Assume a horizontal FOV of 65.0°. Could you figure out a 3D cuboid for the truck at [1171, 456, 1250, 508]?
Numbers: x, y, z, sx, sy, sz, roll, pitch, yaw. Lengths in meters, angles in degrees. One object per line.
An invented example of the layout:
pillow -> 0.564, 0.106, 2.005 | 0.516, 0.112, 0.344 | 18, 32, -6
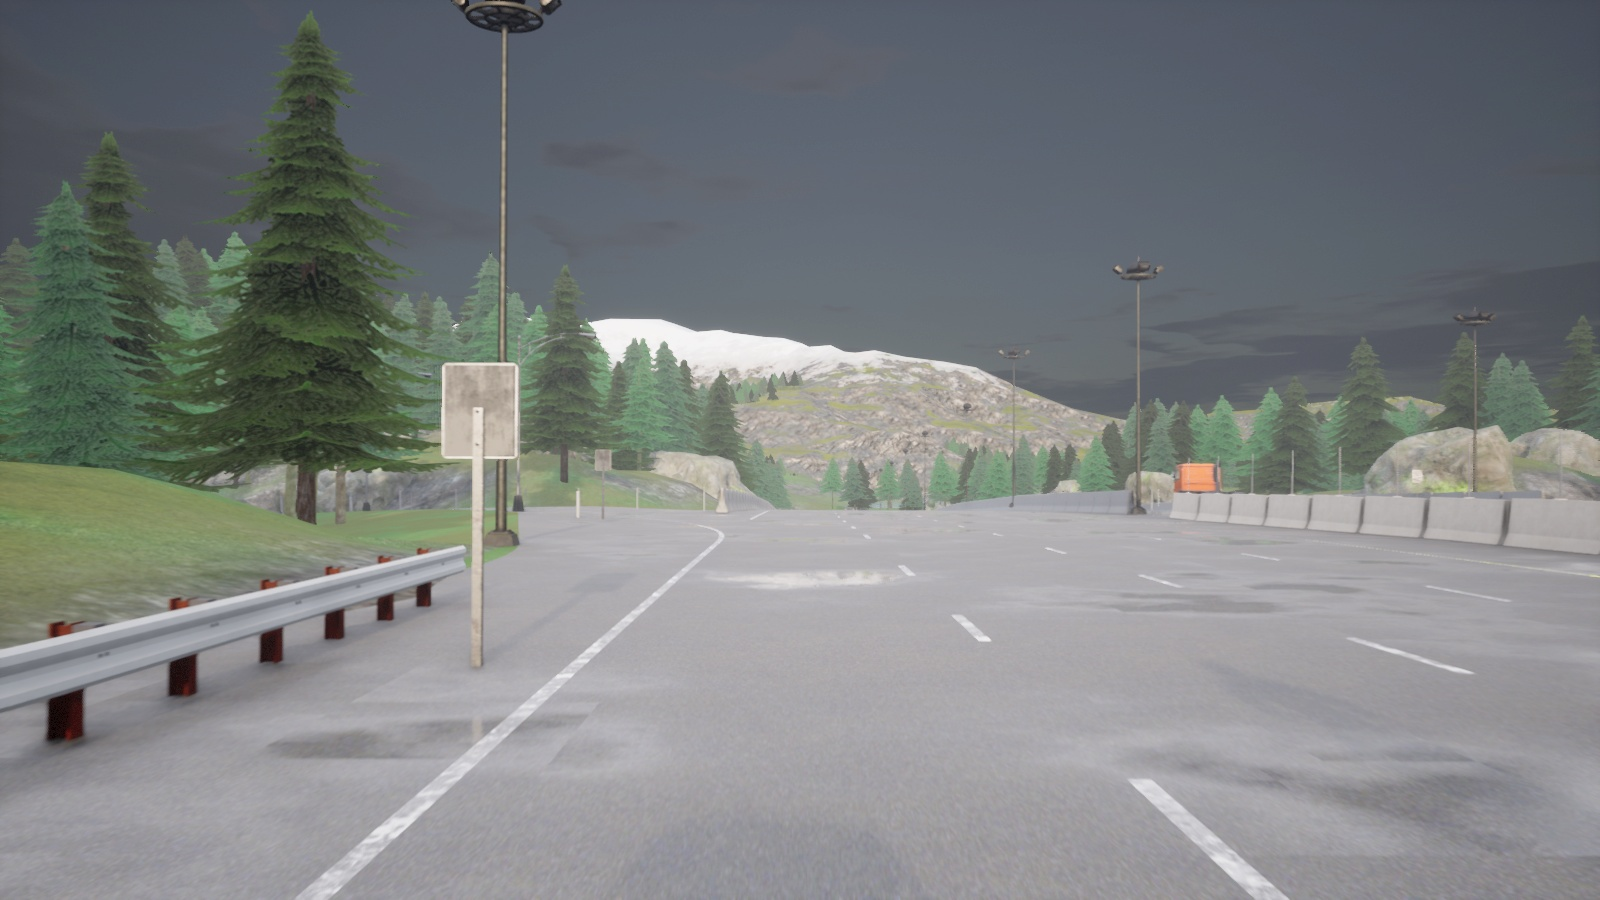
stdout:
truck -> 28.258, 2.287, 86.801 | 2.891, 3.462, 7.936 | 0, -3, 1
